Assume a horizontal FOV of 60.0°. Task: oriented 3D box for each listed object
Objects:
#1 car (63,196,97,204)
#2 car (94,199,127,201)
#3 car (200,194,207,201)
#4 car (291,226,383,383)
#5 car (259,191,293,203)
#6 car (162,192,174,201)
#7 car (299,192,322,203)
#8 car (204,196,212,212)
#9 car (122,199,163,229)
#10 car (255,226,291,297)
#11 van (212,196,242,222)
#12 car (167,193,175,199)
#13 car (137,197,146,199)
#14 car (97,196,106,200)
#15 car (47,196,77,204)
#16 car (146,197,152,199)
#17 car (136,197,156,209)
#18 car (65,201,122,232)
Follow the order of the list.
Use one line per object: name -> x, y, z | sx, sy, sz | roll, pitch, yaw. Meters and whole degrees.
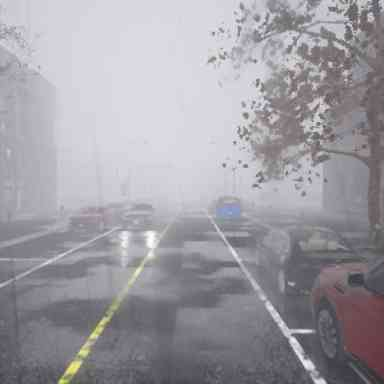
car -> -18.072, 1.417, 53.484 | 4.097, 1.590, 1.967 | -1, 1, -1
car -> -5.690, 1.425, 24.881 | 1.887, 1.381, 4.507 | 0, 0, 0
car -> 2.696, 1.169, 74.200 | 1.752, 1.417, 4.829 | 0, 0, 0
car -> 2.687, 1.302, 2.702 | 2.192, 1.841, 5.009 | -1, 0, 0
car -> 14.240, 0.776, 56.722 | 5.566, 2.045, 2.150 | -1, 1, -1
car -> -5.683, 1.226, 74.031 | 1.802, 1.307, 4.206 | 0, 0, 0
car -> 19.944, 0.838, 54.122 | 5.009, 1.841, 2.192 | -1, 1, -1
car -> 2.693, 1.394, 35.968 | 1.947, 1.339, 4.313 | -1, 0, 0
car -> -3.097, 1.426, 20.857 | 1.812, 1.442, 4.674 | 0, 0, 0
car -> 2.689, 1.511, 8.248 | 2.008, 1.369, 4.403 | -1, 0, 0
van -> 2.690, 1.223, 24.879 | 1.690, 1.788, 3.998 | -1, 0, 0
car -> -5.682, 1.107, 90.670 | 1.887, 1.381, 4.507 | 0, 0, 0
car -> -5.689, 1.399, 30.425 | 1.887, 1.381, 4.507 | 0, 0, 0
car -> -18.189, 1.429, 61.833 | 4.313, 1.339, 1.947 | -1, 1, -1
car -> -24.012, 1.458, 61.729 | 4.829, 1.417, 1.752 | -1, 1, -1
car -> -5.689, 1.353, 35.798 | 1.752, 1.417, 4.829 | 0, 0, 0
car -> -5.687, 1.345, 41.512 | 1.887, 1.381, 4.507 | 0, 0, 0
car -> -5.689, 1.452, 19.336 | 1.887, 1.381, 4.507 | 0, 0, 0
